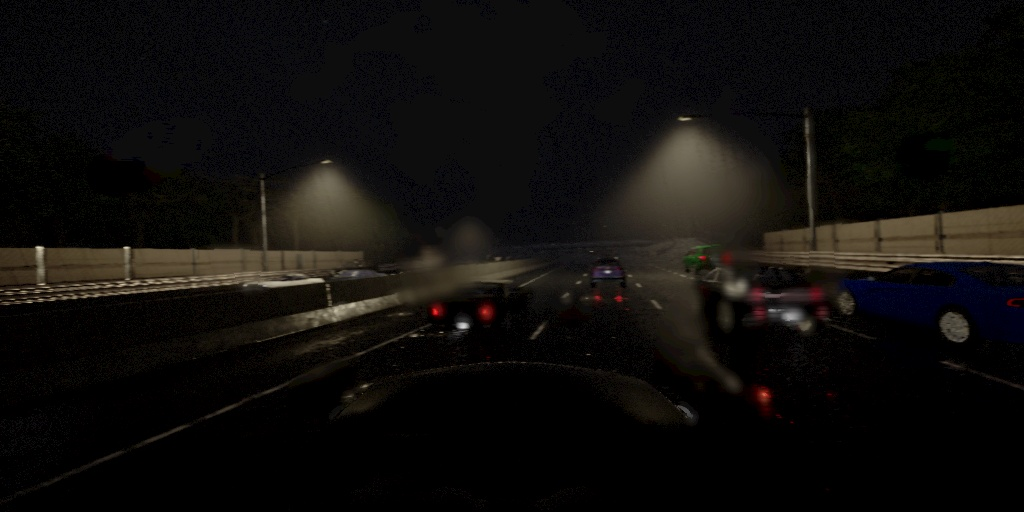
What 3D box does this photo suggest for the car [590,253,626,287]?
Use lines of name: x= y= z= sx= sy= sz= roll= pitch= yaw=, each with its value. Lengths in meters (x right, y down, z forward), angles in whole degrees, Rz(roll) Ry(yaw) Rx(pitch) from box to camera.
car: x=5.718 y=0.882 z=21.460 sx=2.033 sy=1.649 sz=4.856 roll=-2 pitch=0 yaw=15

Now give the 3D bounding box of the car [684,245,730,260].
car: x=14.272 y=0.283 z=26.522 sx=2.150 sy=2.045 sz=5.566 roll=-2 pitch=0 yaw=15

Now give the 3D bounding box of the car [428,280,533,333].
car: x=-0.645 y=1.375 z=10.905 sx=1.895 sy=1.301 sz=4.718 roll=-2 pitch=0 yaw=15

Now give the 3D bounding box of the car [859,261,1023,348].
car: x=9.367 y=0.845 z=7.736 sx=1.882 sy=1.535 sz=5.008 roll=-2 pitch=0 yaw=15

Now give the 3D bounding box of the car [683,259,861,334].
car: x=6.225 y=0.984 z=9.545 sx=2.128 sy=1.511 sz=4.902 roll=-2 pitch=0 yaw=15

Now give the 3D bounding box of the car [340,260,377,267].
car: x=-15.827 y=1.504 z=36.458 sx=2.150 sy=2.045 sz=5.566 roll=-2 pitch=0 yaw=15

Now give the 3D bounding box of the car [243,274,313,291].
car: x=-15.406 y=1.931 z=24.381 sx=1.895 sy=1.301 sz=4.718 roll=-2 pitch=0 yaw=15

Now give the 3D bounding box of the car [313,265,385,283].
car: x=-11.334 y=1.695 z=26.126 sx=2.033 sy=1.411 sz=5.357 roll=-2 pitch=0 yaw=15

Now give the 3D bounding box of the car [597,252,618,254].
car: x=11.282 y=0.604 z=42.483 sx=1.837 sy=1.490 sz=4.892 roll=-2 pitch=1 yaw=15
